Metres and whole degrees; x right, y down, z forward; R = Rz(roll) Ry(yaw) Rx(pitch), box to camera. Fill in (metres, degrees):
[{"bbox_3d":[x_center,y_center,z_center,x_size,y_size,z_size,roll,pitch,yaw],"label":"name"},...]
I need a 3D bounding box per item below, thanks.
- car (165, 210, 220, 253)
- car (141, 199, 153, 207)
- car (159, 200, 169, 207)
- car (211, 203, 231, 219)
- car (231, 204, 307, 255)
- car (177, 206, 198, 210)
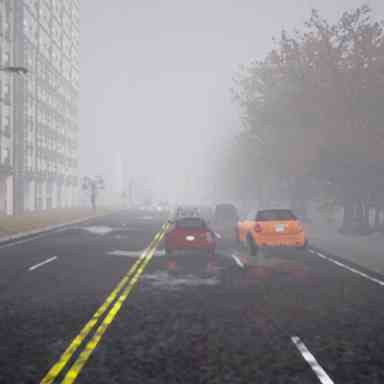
[{"bbox_3d":[-0.088,1.700,14.341,1.994,1.385,4.181,0,0,-1],"label":"car"},{"bbox_3d":[-8.673,2.124,64.251,1.837,1.490,4.892,0,0,-3],"label":"car"},{"bbox_3d":[-5.388,2.208,63.748,1.895,1.301,4.718,0,-1,-3],"label":"car"},{"bbox_3d":[2.795,1.718,29.646,1.882,1.535,5.008,-3,-2,-2],"label":"car"},{"bbox_3d":[3.146,1.450,14.166,2.097,1.767,4.553,-1,-2,-1],"label":"car"},{"bbox_3d":[-0.419,1.876,29.184,1.895,1.301,4.718,0,-1,-2],"label":"car"}]
